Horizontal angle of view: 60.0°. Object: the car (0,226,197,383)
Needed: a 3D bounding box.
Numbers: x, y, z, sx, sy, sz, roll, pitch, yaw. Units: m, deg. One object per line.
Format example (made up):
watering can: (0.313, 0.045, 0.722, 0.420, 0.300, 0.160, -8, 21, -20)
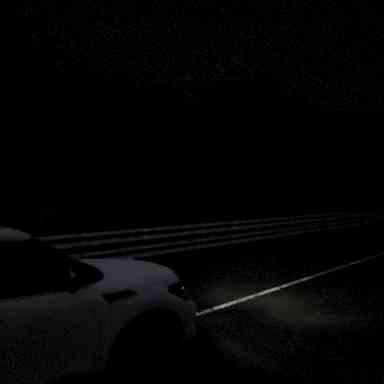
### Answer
car: (-2.489, 1.332, 3.466, 5.566, 2.045, 2.150, 0, -2, -42)
